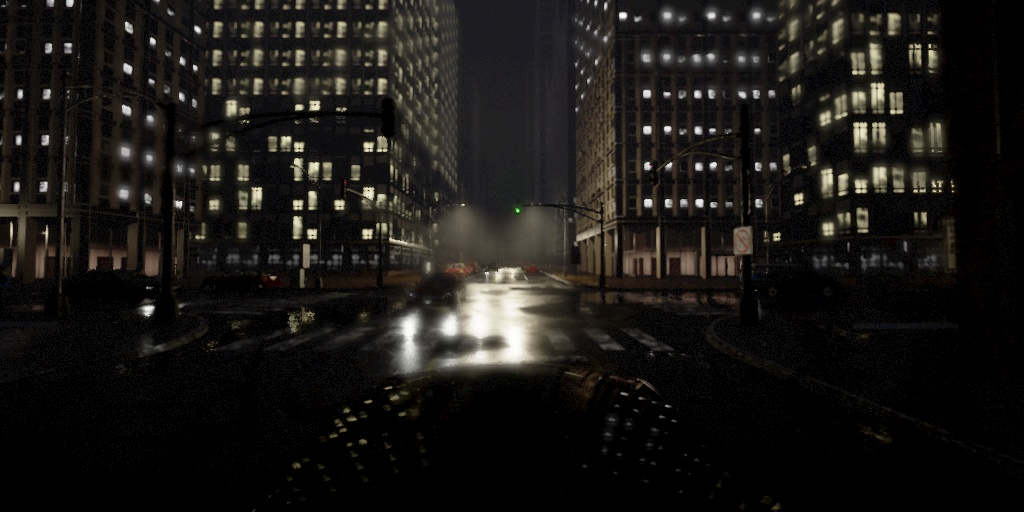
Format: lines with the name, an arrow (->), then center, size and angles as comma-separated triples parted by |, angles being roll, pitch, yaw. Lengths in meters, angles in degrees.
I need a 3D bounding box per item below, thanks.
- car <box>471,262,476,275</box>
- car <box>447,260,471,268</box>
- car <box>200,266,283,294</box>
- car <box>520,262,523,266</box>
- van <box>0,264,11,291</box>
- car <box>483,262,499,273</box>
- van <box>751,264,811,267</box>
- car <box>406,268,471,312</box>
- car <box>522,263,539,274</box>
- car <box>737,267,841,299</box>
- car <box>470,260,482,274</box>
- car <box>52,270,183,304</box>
car -> -5.707, 1.720, 42.878 | 1.802, 1.307, 4.207 | 0, 0, 0
car -> -5.705, 1.525, 37.303 | 1.967, 1.591, 4.097 | 0, 0, 0
car -> -16.501, 1.437, 21.862 | 4.097, 1.591, 1.967 | 0, 0, 0
car -> 2.668, 1.822, 59.843 | 1.751, 1.417, 4.829 | 0, 0, 0
van -> -33.446, 1.315, 21.893 | 3.998, 1.789, 1.690 | 0, 0, 0
car -> -3.023, 1.719, 55.407 | 1.837, 1.490, 4.892 | 0, 0, 0
van -> 15.973, 1.392, 21.801 | 3.998, 1.789, 1.690 | 0, 0, 0
car -> -3.005, 1.404, 15.142 | 1.812, 1.442, 4.674 | 0, -1, 0
car -> 2.671, 1.773, 48.518 | 1.802, 1.307, 4.207 | 0, 0, 0
car -> 14.750, 1.478, 19.241 | 4.892, 1.490, 1.837 | 0, -2, -1
car -> -5.709, 1.505, 48.453 | 2.192, 1.841, 5.009 | 0, 0, 0
car -> -17.625, 1.356, 16.096 | 4.674, 1.442, 1.812 | 0, -2, 0
